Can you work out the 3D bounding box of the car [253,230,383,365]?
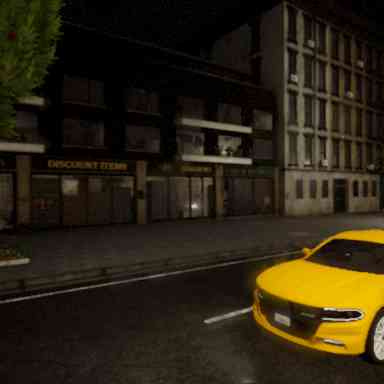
[{"bbox_3d":[3.275,1.470,5.982,5.008,1.535,1.882,0,0,-35],"label":"car"}]
